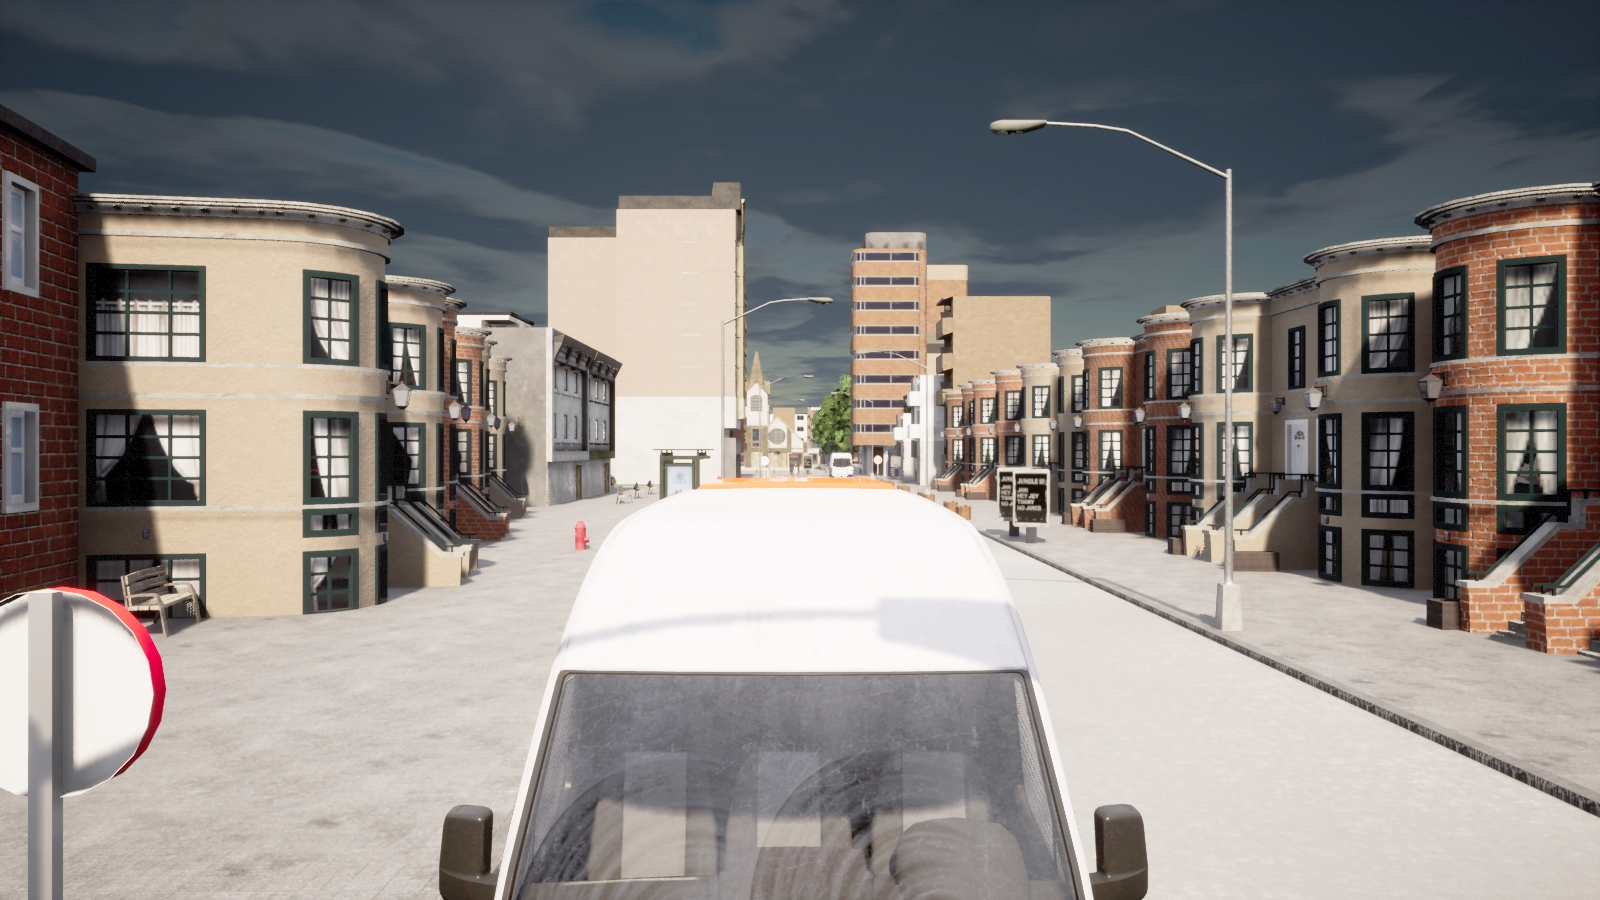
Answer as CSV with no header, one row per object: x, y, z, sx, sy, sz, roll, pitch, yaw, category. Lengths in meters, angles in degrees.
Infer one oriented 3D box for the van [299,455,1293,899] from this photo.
-0.019,1.314,5.243,1.988,2.561,5.915,0,0,0,van
